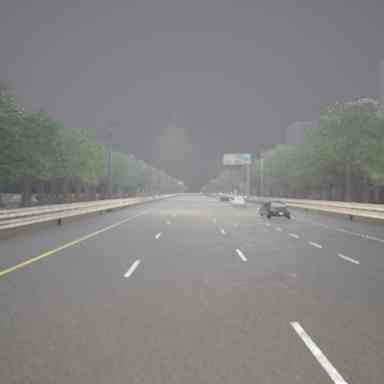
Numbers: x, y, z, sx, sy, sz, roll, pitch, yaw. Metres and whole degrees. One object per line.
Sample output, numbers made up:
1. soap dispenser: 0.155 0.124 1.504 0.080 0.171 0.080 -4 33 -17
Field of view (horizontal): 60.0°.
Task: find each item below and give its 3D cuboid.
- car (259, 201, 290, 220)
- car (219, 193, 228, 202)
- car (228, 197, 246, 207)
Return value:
1. car: 7.041 1.533 28.471 1.812 1.442 4.674 0 0 0
2. car: 7.307 1.448 76.052 1.882 1.535 5.008 0 0 0
3. car: 7.139 1.529 51.247 1.812 1.442 4.674 0 0 0
